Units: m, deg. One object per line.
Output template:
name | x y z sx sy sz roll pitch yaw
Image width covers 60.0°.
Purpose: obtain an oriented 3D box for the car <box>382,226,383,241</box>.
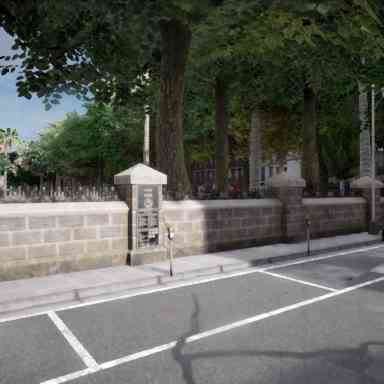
car | 9.737 1.310 13.485 5.009 1.841 2.192 0 0 -36
